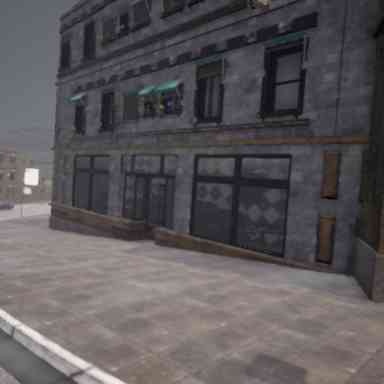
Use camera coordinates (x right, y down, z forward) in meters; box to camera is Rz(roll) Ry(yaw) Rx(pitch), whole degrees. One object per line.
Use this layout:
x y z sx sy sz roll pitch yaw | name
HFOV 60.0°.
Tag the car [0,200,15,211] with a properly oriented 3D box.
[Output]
-24.816 1.730 42.800 2.033 1.411 5.357 4 -1 -4 | car
